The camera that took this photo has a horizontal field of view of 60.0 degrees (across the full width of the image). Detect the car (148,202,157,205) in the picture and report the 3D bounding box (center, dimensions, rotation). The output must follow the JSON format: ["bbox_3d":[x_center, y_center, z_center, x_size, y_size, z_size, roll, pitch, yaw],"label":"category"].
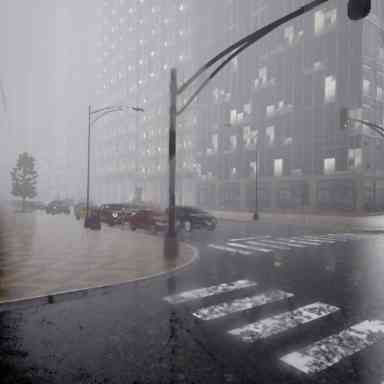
[{"bbox_3d":[-5.174,1.833,38.145,1.967,1.590,4.097,1,-1,-35],"label":"car"}]

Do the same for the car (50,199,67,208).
[{"bbox_3d":[-24.653,2.143,61.461,1.837,1.490,4.892,1,-1,-35],"label":"car"}]

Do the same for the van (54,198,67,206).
[{"bbox_3d":[-27.993,2.117,70.735,1.690,1.788,3.998,1,-1,-35],"label":"van"}]

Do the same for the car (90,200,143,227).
[{"bbox_3d":[-5.519,1.575,24.029,1.967,1.590,4.097,1,-1,-35],"label":"car"}]

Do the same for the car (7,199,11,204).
[{"bbox_3d":[-34.858,2.209,65.927,1.802,1.307,4.206,1,-1,-35],"label":"car"}]

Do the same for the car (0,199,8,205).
[{"bbox_3d":[-41.378,2.288,75.238,2.008,1.369,4.403,1,-1,-35],"label":"car"}]

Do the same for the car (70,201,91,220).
[{"bbox_3d":[-8.681,1.713,28.544,1.752,1.417,4.829,1,-1,-35],"label":"car"}]

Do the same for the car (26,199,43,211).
[{"bbox_3d":[-21.818,1.959,47.305,2.008,1.369,4.403,1,-1,-35],"label":"car"}]

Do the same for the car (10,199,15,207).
[{"bbox_3d":[-31.599,2.123,61.271,2.008,1.369,4.403,1,-1,-35],"label":"car"}]

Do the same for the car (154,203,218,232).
[{"bbox_3d":[-0.312,1.634,21.119,1.837,1.490,4.892,1,-1,-33],"label":"car"}]

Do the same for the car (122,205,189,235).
[{"bbox_3d":[-2.259,1.662,19.371,1.802,1.307,4.206,1,-1,-35],"label":"car"}]

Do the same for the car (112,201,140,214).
[{"bbox_3d":[-8.531,1.974,42.938,1.752,1.417,4.829,1,-1,-35],"label":"car"}]

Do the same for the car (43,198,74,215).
[{"bbox_3d":[-15.299,1.739,37.995,1.967,1.590,4.097,1,-1,-35],"label":"car"}]

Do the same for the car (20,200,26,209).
[{"bbox_3d":[-25.078,2.029,51.960,1.947,1.339,4.313,1,-1,-35],"label":"car"}]

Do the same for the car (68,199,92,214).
[{"bbox_3d":[-11.997,1.817,37.830,2.128,1.511,4.902,1,-1,-35],"label":"car"}]

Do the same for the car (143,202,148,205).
[{"bbox_3d":[-6.077,1.731,29.356,1.837,1.490,4.892,1,-1,-35],"label":"car"}]

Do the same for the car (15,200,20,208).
[{"bbox_3d":[-28.338,2.063,56.616,1.887,1.381,4.507,1,-1,-35],"label":"car"}]

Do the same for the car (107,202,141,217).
[{"bbox_3d":[-7.666,1.858,37.205,1.837,1.490,4.892,1,-1,-35],"label":"car"}]

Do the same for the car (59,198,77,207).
[{"bbox_3d":[-24.733,2.036,66.079,2.192,1.841,5.009,1,-1,-35],"label":"car"}]
